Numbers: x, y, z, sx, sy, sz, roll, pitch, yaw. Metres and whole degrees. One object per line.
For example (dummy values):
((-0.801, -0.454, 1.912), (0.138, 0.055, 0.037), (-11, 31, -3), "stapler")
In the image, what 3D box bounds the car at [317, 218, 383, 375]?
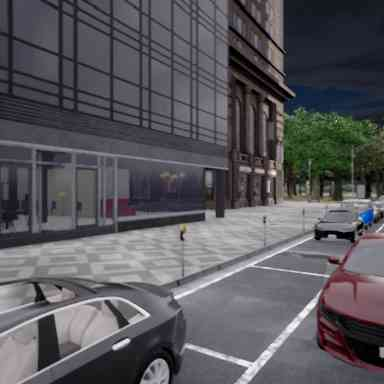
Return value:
((3.539, 1.478, 5.645), (1.882, 1.535, 5.008), (0, 0, 34), "car")

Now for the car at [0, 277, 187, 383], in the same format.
((-1.737, 1.551, 2.703), (2.008, 1.369, 4.403), (0, 0, 34), "car")

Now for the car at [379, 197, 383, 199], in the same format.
((19.251, 1.534, 34.253), (1.752, 1.417, 4.829), (0, 0, 34), "car")

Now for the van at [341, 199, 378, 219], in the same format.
((10.310, 1.344, 20.812), (1.690, 1.788, 3.998), (0, 0, 34), "van")

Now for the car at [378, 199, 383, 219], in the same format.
((13.228, 1.529, 25.198), (1.752, 1.417, 4.829), (0, 0, 34), "car")

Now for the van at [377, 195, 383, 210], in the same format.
((25.369, 1.355, 43.449), (1.690, 1.788, 3.998), (0, 0, 34), "van")

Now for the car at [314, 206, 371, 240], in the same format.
((7.298, 1.567, 16.285), (1.947, 1.339, 4.313), (0, 0, 34), "car")
